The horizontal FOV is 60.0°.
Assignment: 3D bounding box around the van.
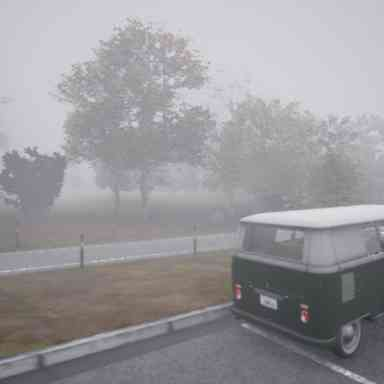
[{"bbox_3d":[2.829,1.274,6.031,4.442,1.987,1.878,-1,0,-37],"label":"van"}]
